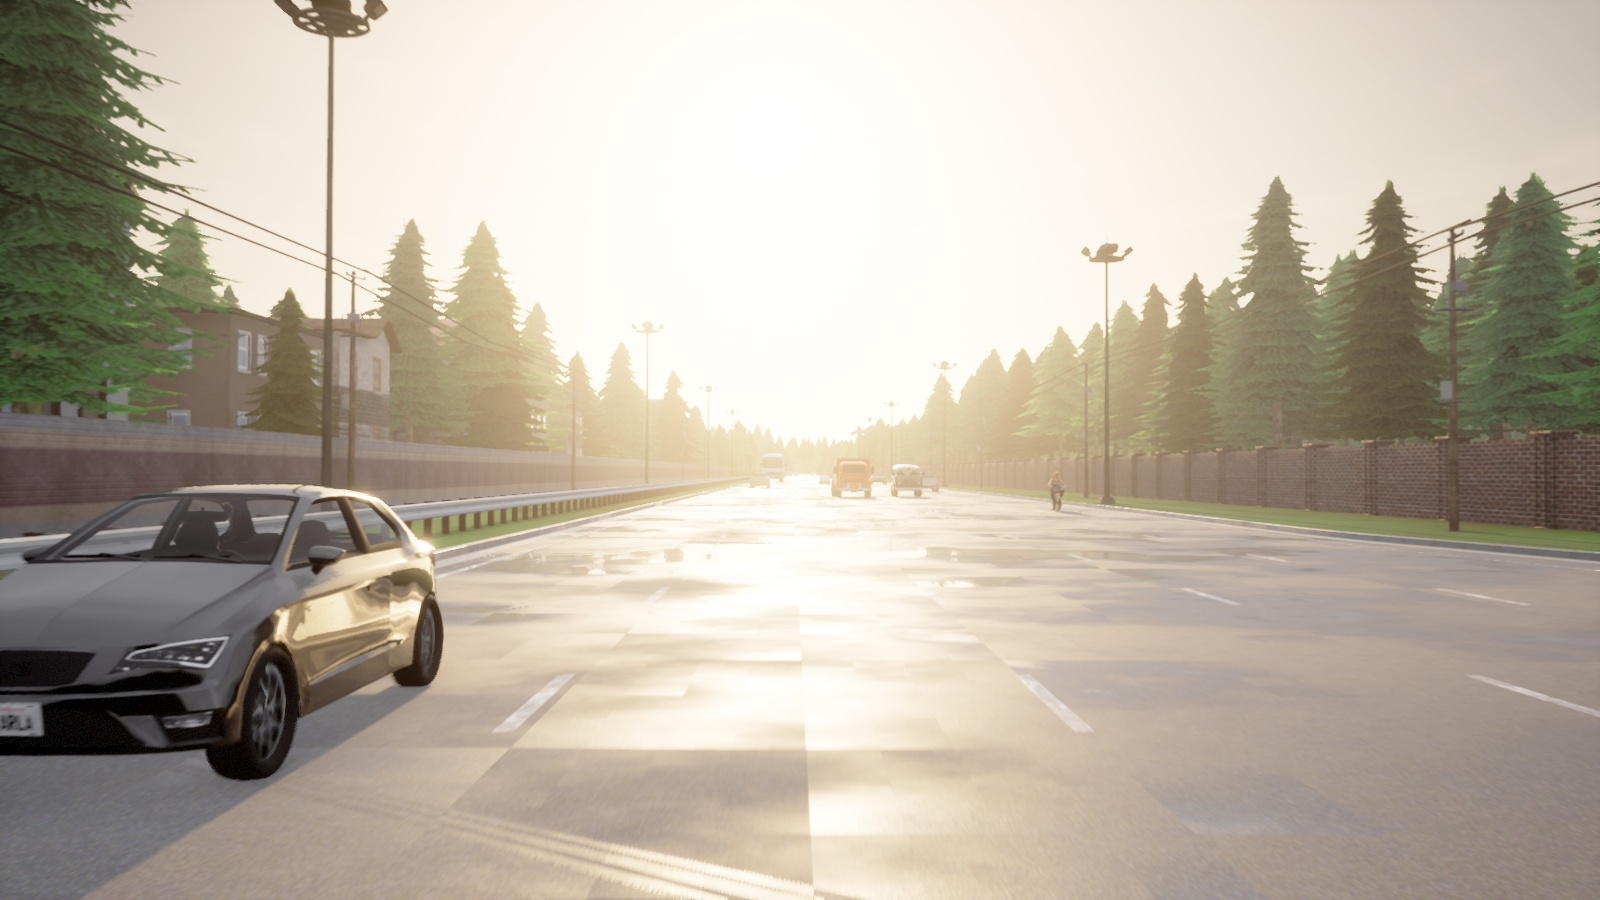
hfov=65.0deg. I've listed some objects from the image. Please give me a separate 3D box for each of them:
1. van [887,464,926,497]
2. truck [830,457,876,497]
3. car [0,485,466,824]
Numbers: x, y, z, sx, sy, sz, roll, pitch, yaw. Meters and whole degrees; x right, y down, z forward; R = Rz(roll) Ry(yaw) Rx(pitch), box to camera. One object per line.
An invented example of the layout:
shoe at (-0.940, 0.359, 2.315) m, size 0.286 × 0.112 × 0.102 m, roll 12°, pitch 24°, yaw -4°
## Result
van at (6.802, 1.922, 80.511) m, size 2.069 × 2.038 × 4.480 m, roll 0°, pitch -1°, yaw 0°
truck at (3.304, 1.703, 79.202) m, size 2.627 × 2.467 × 5.204 m, roll 0°, pitch -1°, yaw 0°
car at (-3.519, 0.979, 7.745) m, size 1.816 × 1.474 × 4.193 m, roll 0°, pitch -1°, yaw 0°
